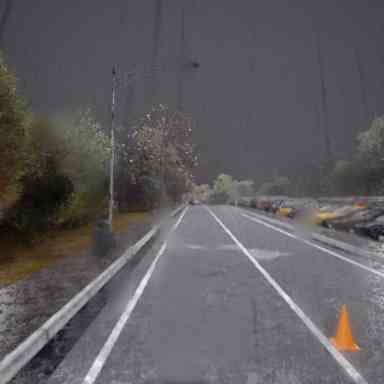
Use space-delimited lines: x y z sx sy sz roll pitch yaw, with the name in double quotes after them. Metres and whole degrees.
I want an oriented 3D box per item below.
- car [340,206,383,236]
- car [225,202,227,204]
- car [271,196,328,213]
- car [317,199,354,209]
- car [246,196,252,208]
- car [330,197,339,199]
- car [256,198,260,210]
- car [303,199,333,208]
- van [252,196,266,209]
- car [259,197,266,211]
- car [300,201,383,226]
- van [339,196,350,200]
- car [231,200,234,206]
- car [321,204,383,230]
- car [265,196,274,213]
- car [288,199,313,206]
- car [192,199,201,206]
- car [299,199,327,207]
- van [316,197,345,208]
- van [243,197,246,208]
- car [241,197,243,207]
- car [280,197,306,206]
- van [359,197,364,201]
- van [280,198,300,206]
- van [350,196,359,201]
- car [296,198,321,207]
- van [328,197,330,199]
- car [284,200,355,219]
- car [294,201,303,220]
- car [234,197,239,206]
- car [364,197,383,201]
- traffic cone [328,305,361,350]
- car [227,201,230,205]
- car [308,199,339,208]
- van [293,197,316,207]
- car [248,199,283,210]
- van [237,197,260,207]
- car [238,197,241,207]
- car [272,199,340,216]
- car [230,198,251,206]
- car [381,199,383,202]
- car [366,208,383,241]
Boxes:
10.720 1.650 17.317 4.792 1.488 2.163 0 0 1 "car"
11.448 2.584 83.904 4.892 1.521 2.231 0 -2 1 "car"
10.893 1.588 33.974 4.553 1.767 2.185 0 0 1 "car"
24.047 2.020 55.854 5.366 1.575 1.946 0 -1 1 "car"
11.098 1.540 47.854 5.566 2.045 2.435 0 0 1 "car"
24.180 1.904 50.315 5.008 1.535 2.097 0 -1 1 "car"
11.013 1.800 42.300 4.674 1.452 2.002 0 0 1 "car"
24.313 2.204 64.162 5.008 1.535 2.097 0 -1 1 "car"
10.924 1.549 45.079 4.442 1.987 1.878 0 0 1 "van"
10.976 1.745 39.525 5.008 1.535 2.097 0 0 1 "car"
10.622 1.648 22.871 5.366 1.575 1.946 0 0 1 "car"
24.032 1.636 47.701 4.442 1.987 1.878 0 -1 1 "van"
11.301 2.297 70.036 4.674 1.452 2.002 0 -1 1 "car"
10.749 1.666 20.093 4.792 1.488 2.163 0 0 1 "car"
10.922 1.604 36.750 4.553 1.767 2.185 0 0 1 "car"
24.427 2.445 75.240 4.892 1.521 2.231 0 -1 1 "car"
0.993 2.248 72.137 2.128 1.511 4.902 0 -1 1 "car"
24.343 2.267 67.057 5.008 1.535 2.097 0 -1 1 "car"
24.379 1.859 58.626 4.442 1.987 1.878 0 -1 1 "van"
11.011 1.670 53.390 4.442 1.987 1.878 0 -1 1 "van"
11.157 1.996 56.158 4.674 1.452 2.002 0 -1 1 "car"
24.520 2.321 80.780 5.566 2.045 2.435 0 -2 1 "car"
24.207 1.606 42.150 4.442 1.987 1.878 0 0 1 "van"
24.639 2.426 83.669 4.442 1.987 1.878 0 -2 1 "van"
24.235 1.621 44.795 4.442 1.987 1.878 0 0 1 "van"
24.345 2.198 69.704 4.553 1.767 2.185 0 -1 1 "car"
24.088 1.738 53.091 4.442 1.987 1.878 0 -1 1 "van"
10.859 1.684 28.421 4.892 1.521 2.231 0 0 1 "car"
10.843 1.668 25.645 4.892 1.521 2.231 0 0 1 "car"
11.247 2.137 64.485 5.008 1.535 2.097 0 -1 1 "car"
24.033 1.565 39.382 5.566 2.045 2.435 0 0 1 "car"
2.270 1.985 4.963 0.340 0.580 0.340 0 0 0 "traffic cone"
11.329 2.126 75.593 5.566 2.045 2.435 0 -1 1 "car"
24.283 2.145 61.392 4.892 1.521 2.231 0 -1 1 "car"
24.522 2.159 72.474 4.442 1.987 1.878 0 -1 1 "van"
11.126 1.866 50.602 4.792 1.488 2.163 0 -1 1 "car"
11.388 1.972 67.265 4.442 1.987 1.878 0 -1 1 "van"
11.154 2.046 58.936 4.792 1.488 2.163 0 -1 1 "car"
10.709 1.694 31.199 5.366 1.575 1.946 0 0 1 "car"
11.417 2.315 78.360 4.553 1.767 2.185 0 -1 1 "car"
24.024 1.800 36.485 5.008 1.535 2.097 0 0 1 "car"
10.691 1.635 14.541 4.792 1.488 2.163 0 0 1 "car"
